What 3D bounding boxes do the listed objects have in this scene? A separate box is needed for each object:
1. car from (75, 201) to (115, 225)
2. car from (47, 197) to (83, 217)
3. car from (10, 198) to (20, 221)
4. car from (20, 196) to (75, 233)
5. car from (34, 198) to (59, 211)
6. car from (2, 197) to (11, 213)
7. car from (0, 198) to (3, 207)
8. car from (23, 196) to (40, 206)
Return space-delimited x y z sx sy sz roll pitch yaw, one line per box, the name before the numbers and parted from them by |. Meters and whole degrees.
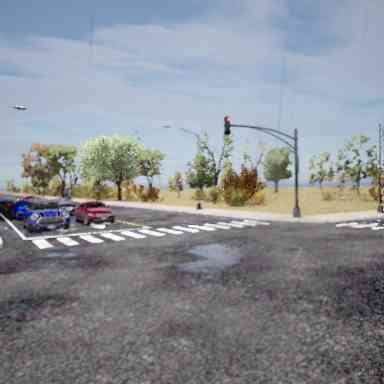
car | -6.804 1.379 22.895 1.812 1.442 4.674 -2 1 -33
car | -11.783 1.331 30.697 2.128 1.511 4.902 -2 1 -32
car | -13.508 1.401 27.355 1.882 1.535 5.008 -2 1 -33
car | -8.684 1.290 19.726 2.097 1.767 4.553 -2 1 -31
car | -17.166 1.424 39.153 1.895 1.301 4.718 -2 1 -33
car | -19.343 1.507 36.516 1.895 1.301 4.718 -2 1 -32
car | -28.101 1.484 50.419 1.895 1.301 4.718 -2 1 -33
car | -24.975 1.322 51.541 1.812 1.442 4.674 -2 1 -32
